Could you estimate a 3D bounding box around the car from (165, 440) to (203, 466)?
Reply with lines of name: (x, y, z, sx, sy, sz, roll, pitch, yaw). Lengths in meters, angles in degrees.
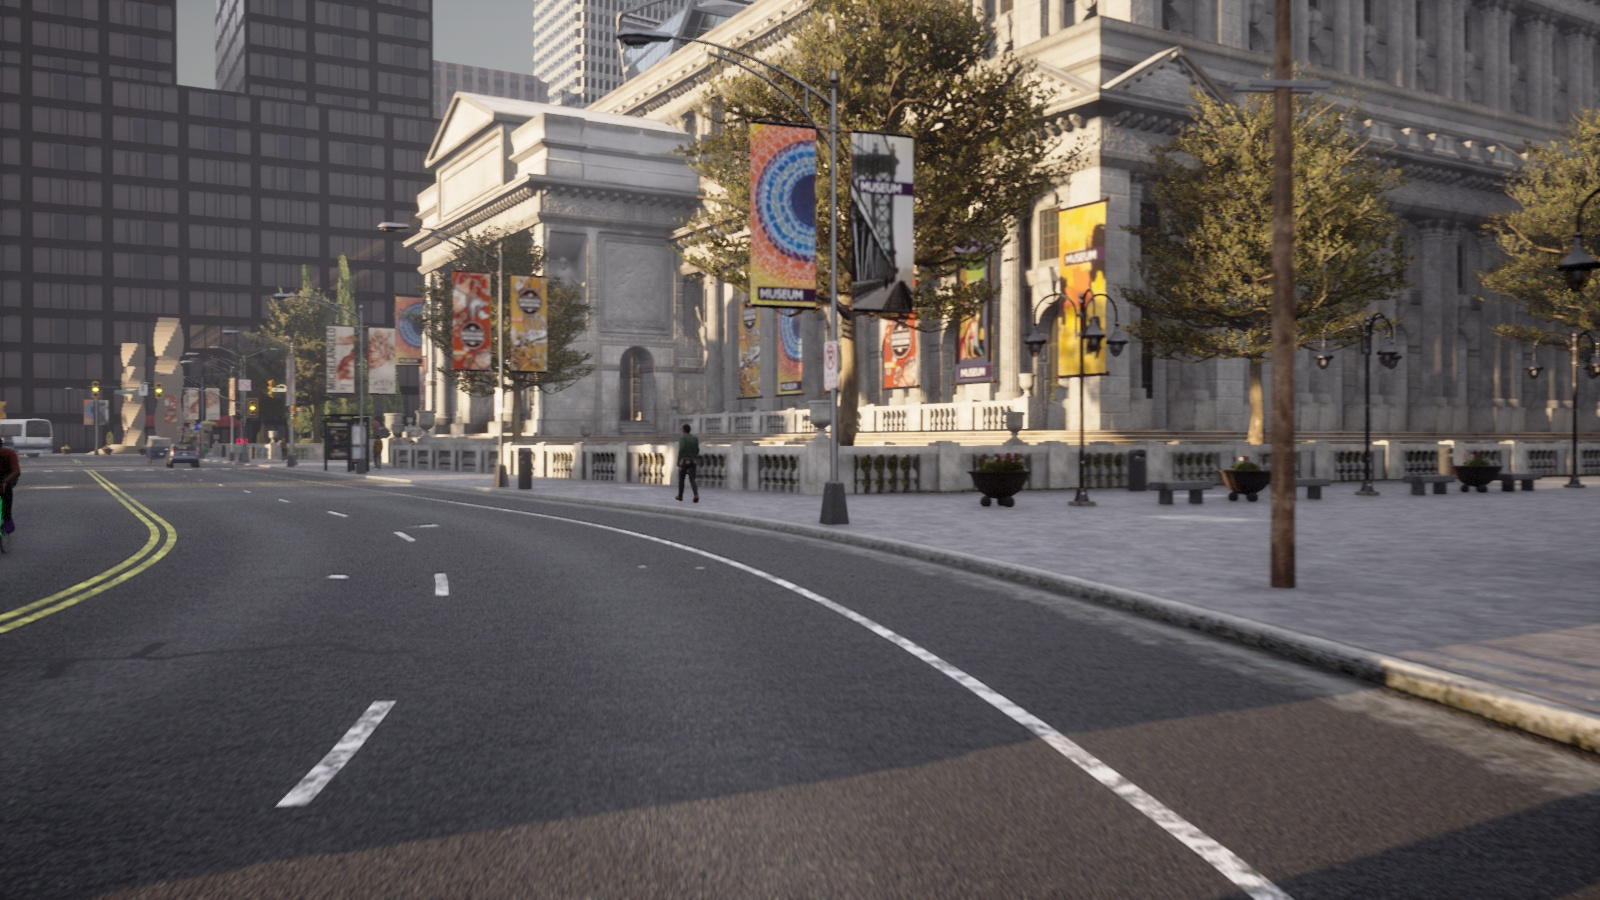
car: (-39.069, 0.196, 79.582, 1.851, 1.617, 3.988, 0, 0, -31)

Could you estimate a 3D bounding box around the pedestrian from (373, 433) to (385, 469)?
pedestrian: (-21.691, 0.038, 64.686, 0.370, 1.835, 0.726, 0, 0, -39)

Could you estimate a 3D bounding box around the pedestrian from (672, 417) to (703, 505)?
pedestrian: (-2.528, 0.244, 28.258, 0.423, 1.949, 0.788, 0, 0, -28)

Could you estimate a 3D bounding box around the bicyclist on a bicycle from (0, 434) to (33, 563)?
bicyclist on a bicycle: (-10.566, 0.606, 16.492, 0.582, 1.620, 1.656, 0, 1, -23)
